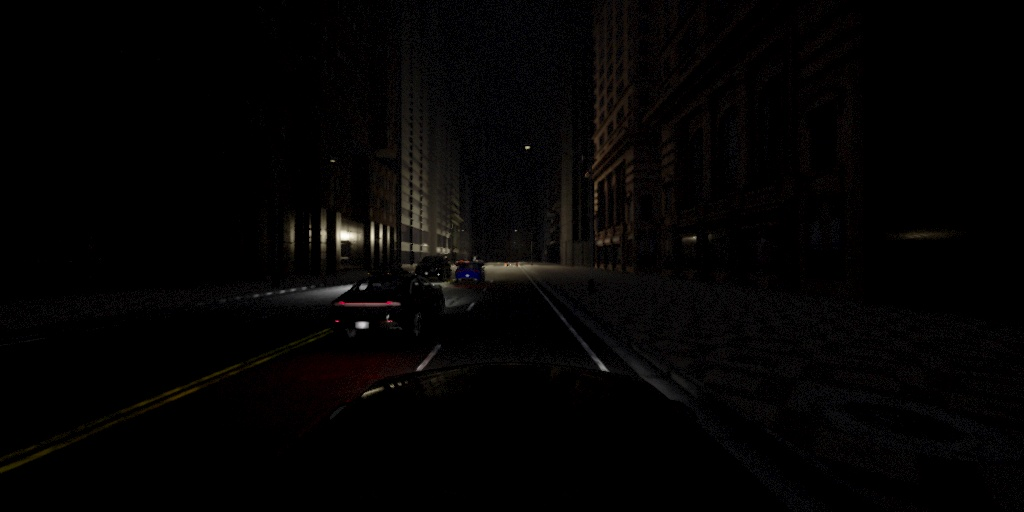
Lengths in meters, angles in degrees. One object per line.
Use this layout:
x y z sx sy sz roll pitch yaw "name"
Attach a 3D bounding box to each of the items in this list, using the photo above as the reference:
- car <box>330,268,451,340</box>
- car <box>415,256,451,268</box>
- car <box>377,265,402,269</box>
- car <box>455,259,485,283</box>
-3.151 1.241 9.962 2.128 1.511 4.902 0 0 0 "car"
-6.594 0.993 30.379 2.150 2.045 5.566 0 0 0 "car"
-9.846 1.369 28.613 1.895 1.301 4.718 0 0 0 "car"
-3.161 1.244 27.806 1.882 1.535 5.008 0 0 0 "car"
